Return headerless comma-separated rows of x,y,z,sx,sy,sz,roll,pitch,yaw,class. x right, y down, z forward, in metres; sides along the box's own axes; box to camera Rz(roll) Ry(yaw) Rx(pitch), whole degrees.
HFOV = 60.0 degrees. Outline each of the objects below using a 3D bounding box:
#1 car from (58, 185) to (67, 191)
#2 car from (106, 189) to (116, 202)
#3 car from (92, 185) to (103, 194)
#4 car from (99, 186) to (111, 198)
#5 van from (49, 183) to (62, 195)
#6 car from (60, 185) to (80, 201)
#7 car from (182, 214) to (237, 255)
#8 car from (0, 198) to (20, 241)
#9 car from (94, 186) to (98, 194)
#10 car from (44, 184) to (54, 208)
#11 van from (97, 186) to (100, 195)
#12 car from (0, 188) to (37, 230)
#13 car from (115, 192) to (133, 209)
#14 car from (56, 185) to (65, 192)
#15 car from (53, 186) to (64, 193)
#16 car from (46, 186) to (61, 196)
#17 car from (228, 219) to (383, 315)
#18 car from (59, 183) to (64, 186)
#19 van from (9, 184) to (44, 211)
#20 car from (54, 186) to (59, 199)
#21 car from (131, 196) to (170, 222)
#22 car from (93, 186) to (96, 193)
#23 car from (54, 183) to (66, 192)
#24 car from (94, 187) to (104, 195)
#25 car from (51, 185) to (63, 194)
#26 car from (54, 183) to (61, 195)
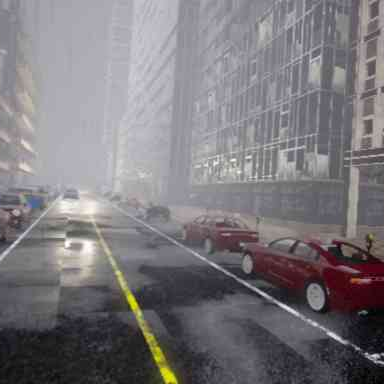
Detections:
-34.574,-1.180,88.790,1.947,1.339,4.313,5,0,-19,car
-10.131,0.701,44.603,1.802,1.307,4.206,5,0,-19,car
-23.039,-0.610,81.208,2.192,1.841,5.009,5,0,-19,car
-13.814,0.262,55.062,1.967,1.590,4.097,5,0,-19,car
-23.481,-0.506,57.419,1.690,1.788,3.998,5,0,-19,van
-15.116,0.269,41.642,1.882,1.535,5.008,4,0,-19,car
0.956,1.553,13.228,1.887,1.381,4.507,5,0,-19,car
-6.901,1.030,10.357,1.887,1.381,4.507,5,0,-19,car
-17.519,0.089,65.520,1.947,1.339,4.313,5,0,-19,car
-12.421,0.357,26.042,2.192,1.841,5.009,5,0,-19,car
-15.652,0.015,60.291,1.690,1.788,3.998,5,0,-19,van
-8.738,0.778,15.586,1.967,1.590,4.097,5,0,-19,car
-6.488,0.936,34.304,1.752,1.417,4.829,5,0,-19,car
-30.820,-0.916,78.172,1.752,1.417,4.829,5,0,-19,car
-27.188,-0.565,67.876,1.802,1.307,4.206,5,0,-19,car
-21.627,-0.172,52.018,1.752,1.417,4.829,5,0,-19,car
2.803,1.701,7.998,1.887,1.381,4.507,5,0,-19,car
-19.812,-0.236,46.953,2.192,1.841,5.009,5,0,-19,car
-10.577,0.531,20.814,1.690,1.788,3.998,5,0,-19,van
-16.135,0.295,36.497,2.008,1.369,4.403,5,0,-19,car
-2.739,1.263,23.686,2.008,1.369,4.403,5,0,-19,car
-19.355,-0.186,70.750,1.967,1.590,4.097,5,0,-19,car
-29.012,-0.981,73.105,2.192,1.841,5.009,5,0,-19,car
-21.267,-0.255,76.139,1.752,1.417,4.829,5,0,-19,car
-25.280,-0.467,62.489,1.752,1.417,4.829,5,0,-19,car
-17.973,0.037,41.726,1.967,1.590,4.097,5,0,-19,car
